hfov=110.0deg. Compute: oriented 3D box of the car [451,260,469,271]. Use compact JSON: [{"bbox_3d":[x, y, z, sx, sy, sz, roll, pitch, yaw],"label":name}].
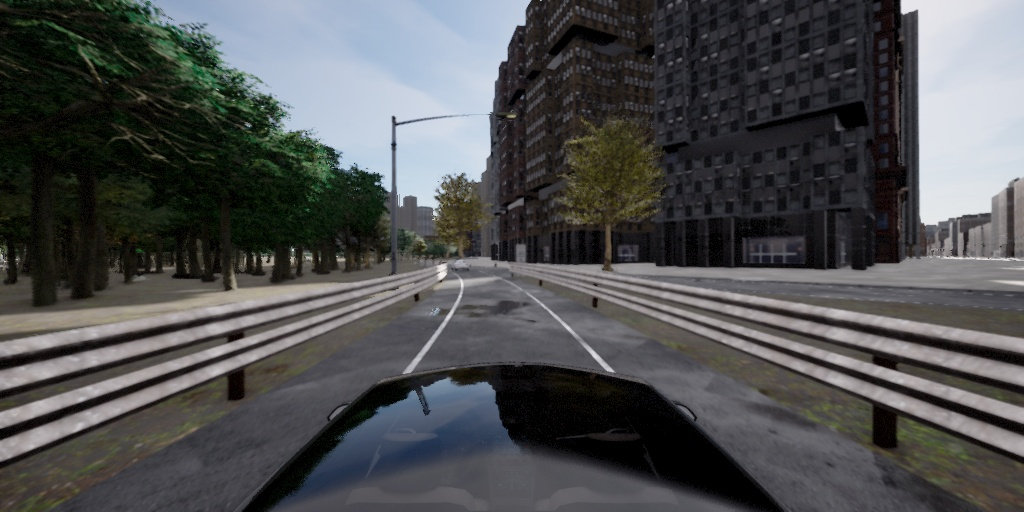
[{"bbox_3d":[-7.243,1.279,49.973,1.812,1.442,4.674,0,0,-17],"label":"car"}]
